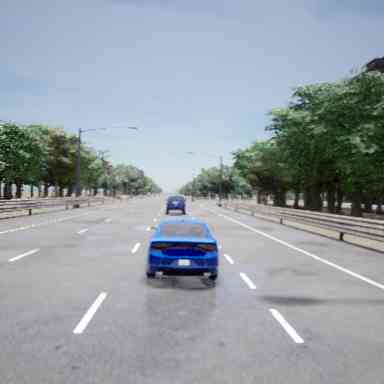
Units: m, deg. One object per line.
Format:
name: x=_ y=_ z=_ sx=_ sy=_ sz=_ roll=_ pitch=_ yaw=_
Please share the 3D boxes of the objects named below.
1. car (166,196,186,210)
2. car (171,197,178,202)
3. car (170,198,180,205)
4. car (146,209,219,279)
car: x=-1.854 y=1.428 z=38.306 sx=2.150 sy=2.045 sz=5.566 roll=2 pitch=0 yaw=-3
car: x=-4.922 y=2.082 z=93.557 sx=1.895 sy=1.301 sz=4.718 roll=2 pitch=0 yaw=-3
car: x=-3.587 y=1.965 z=69.389 sx=1.895 sy=1.301 sz=4.718 roll=2 pitch=0 yaw=-3
car: x=-0.321 y=1.541 z=10.385 sx=1.882 sy=1.535 sz=5.008 roll=2 pitch=0 yaw=-3
